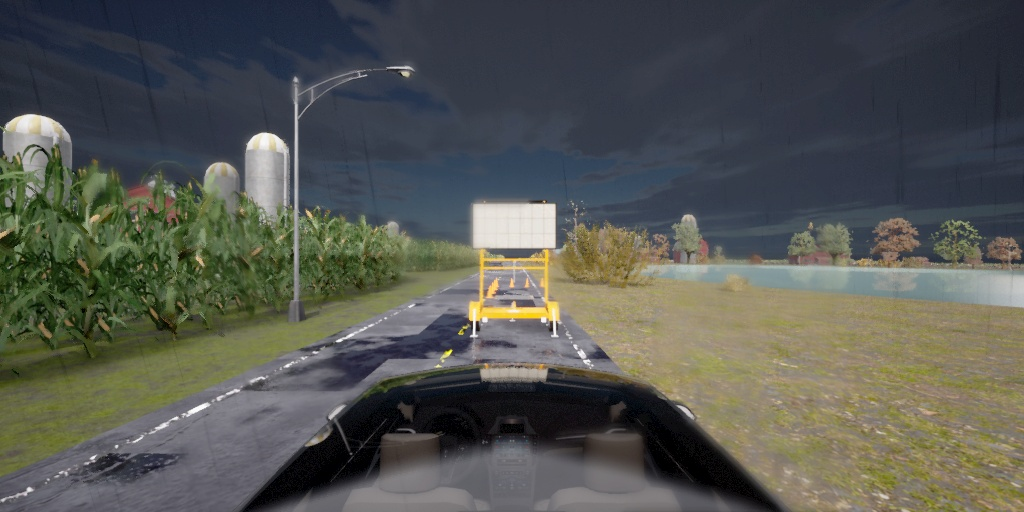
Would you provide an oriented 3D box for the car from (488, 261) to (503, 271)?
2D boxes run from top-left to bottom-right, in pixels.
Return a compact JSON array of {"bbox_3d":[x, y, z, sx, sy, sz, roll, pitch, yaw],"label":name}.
[{"bbox_3d":[-2.381,1.377,51.815,1.994,1.385,4.181,0,0,0],"label":"car"}]

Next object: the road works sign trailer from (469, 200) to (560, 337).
[{"bbox_3d":[0.069,0.217,10.259,2.380,3.560,2.880,0,0,0],"label":"road works sign trailer"}]
